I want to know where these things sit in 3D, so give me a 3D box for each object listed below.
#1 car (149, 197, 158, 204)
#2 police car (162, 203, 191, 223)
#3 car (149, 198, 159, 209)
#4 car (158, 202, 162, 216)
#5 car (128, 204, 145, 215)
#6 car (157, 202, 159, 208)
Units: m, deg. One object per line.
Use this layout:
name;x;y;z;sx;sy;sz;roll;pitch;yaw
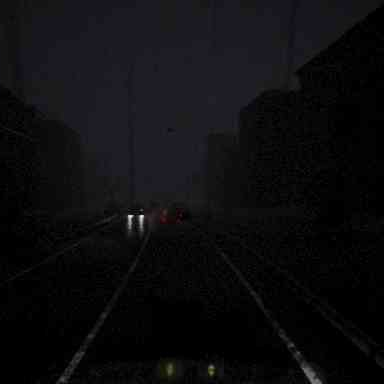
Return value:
car;-9.032;2.068;78.652;1.994;1.385;4.181;0;2;-8
police car;-1.240;1.735;28.871;1.930;1.638;5.238;0;-2;-8
car;-6.974;2.452;63.795;1.837;1.490;4.892;0;1;-8
car;-2.619;2.106;38.878;1.801;1.575;5.366;0;-2;-8
car;-7.560;2.374;45.571;1.837;1.490;4.892;0;-2;-8
car;-3.414;2.335;44.634;1.812;1.442;4.674;0;-1;-8
